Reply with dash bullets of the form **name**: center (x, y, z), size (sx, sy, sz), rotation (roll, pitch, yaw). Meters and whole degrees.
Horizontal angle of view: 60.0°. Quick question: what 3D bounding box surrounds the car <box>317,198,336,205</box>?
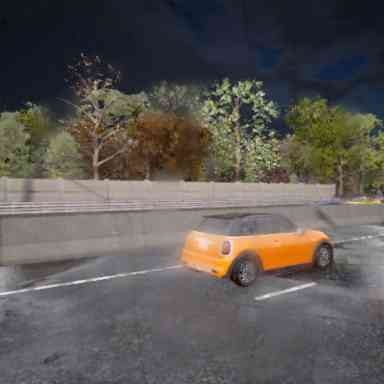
- **car**: center (14.769, 1.258, 35.879), size (4.674, 1.442, 1.812), rotation (0, 0, -35)

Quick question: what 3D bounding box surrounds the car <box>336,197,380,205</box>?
- **car**: center (16.800, 1.212, 33.028), size (5.008, 1.535, 1.882), rotation (0, 0, -35)

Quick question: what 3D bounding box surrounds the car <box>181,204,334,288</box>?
- **car**: center (2.009, 1.351, 9.477), size (4.553, 1.767, 2.097), rotation (0, 0, -35)
